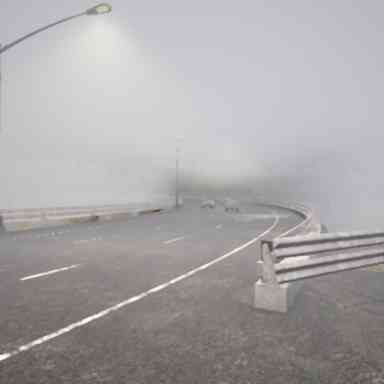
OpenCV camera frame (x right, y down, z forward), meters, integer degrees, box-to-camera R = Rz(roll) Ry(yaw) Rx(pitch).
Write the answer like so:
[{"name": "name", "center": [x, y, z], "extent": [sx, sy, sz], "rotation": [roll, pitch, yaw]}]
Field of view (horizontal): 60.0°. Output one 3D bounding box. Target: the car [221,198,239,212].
[{"name": "car", "center": [5.395, 1.821, 44.267], "extent": [2.033, 1.411, 5.357], "rotation": [1, 0, 8]}]

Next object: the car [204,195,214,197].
[{"name": "car", "center": [3.078, 1.562, 61.917], "extent": [2.150, 2.045, 5.566], "rotation": [1, 0, -3]}]

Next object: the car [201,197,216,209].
[{"name": "car", "center": [2.478, 1.872, 49.376], "extent": [1.895, 1.301, 4.718], "rotation": [1, 0, 6]}]
